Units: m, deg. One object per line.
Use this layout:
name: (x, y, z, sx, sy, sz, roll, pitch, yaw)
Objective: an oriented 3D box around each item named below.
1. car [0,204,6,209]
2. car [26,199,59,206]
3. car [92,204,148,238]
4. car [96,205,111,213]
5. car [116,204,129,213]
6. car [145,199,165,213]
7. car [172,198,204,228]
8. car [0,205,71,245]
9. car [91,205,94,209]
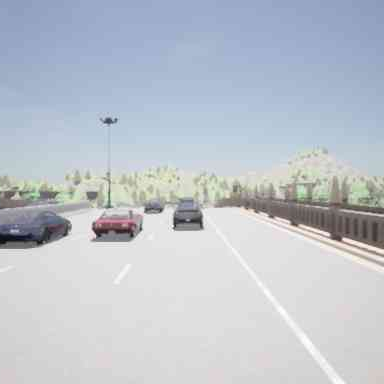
car: (-18.081, 1.532, 29.066, 1.994, 1.385, 4.181, 0, 0, -1)
car: (-14.643, 1.427, 32.634, 2.128, 1.511, 4.902, 0, 0, -1)
car: (-3.682, 1.545, 17.366, 1.895, 1.301, 4.718, 0, 0, -1)
car: (-18.696, 3.648, 70.358, 1.994, 1.385, 4.181, 0, -7, -1)
car: (-15.247, 3.686, 73.331, 1.882, 1.535, 5.008, 0, -7, -1)
car: (-4.000, 1.417, 35.689, 2.033, 1.411, 5.357, 0, 0, -1)
car: (-0.259, 1.401, 21.476, 2.128, 1.511, 4.902, 0, 0, -1)
car: (-7.144, 1.535, 15.365, 1.994, 1.385, 4.181, 0, 0, -1)
car: (-22.222, 3.570, 71.784, 1.837, 1.490, 4.892, 0, -7, -1)
